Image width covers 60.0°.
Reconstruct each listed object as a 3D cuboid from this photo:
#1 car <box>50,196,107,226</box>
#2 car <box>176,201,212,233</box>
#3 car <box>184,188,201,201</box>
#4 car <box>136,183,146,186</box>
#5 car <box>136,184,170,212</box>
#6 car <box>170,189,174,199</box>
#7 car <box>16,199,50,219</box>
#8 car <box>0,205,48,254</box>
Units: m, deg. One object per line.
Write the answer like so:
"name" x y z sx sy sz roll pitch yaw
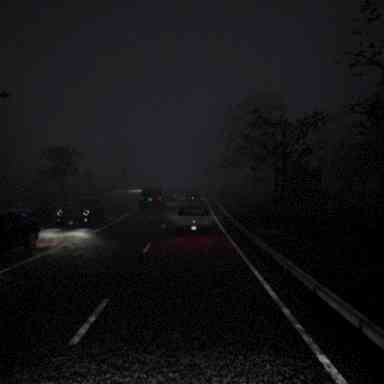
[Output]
"car" -7.025 1.148 21.546 2.097 1.767 4.553 0 2 0
"car" 0.096 1.470 18.990 1.895 1.301 4.718 0 1 0
"car" 0.093 0.323 40.259 1.837 1.490 4.892 0 3 0
"car" -10.513 -1.229 69.370 1.895 1.301 4.718 0 3 0
"car" -3.505 0.594 30.458 2.150 2.045 5.566 0 3 0
"car" -3.479 0.222 43.766 1.895 1.301 4.718 0 3 1
"car" -10.514 1.265 21.803 1.882 1.535 5.008 0 2 0
"car" -7.089 1.423 11.440 1.882 1.535 5.008 0 0 0
